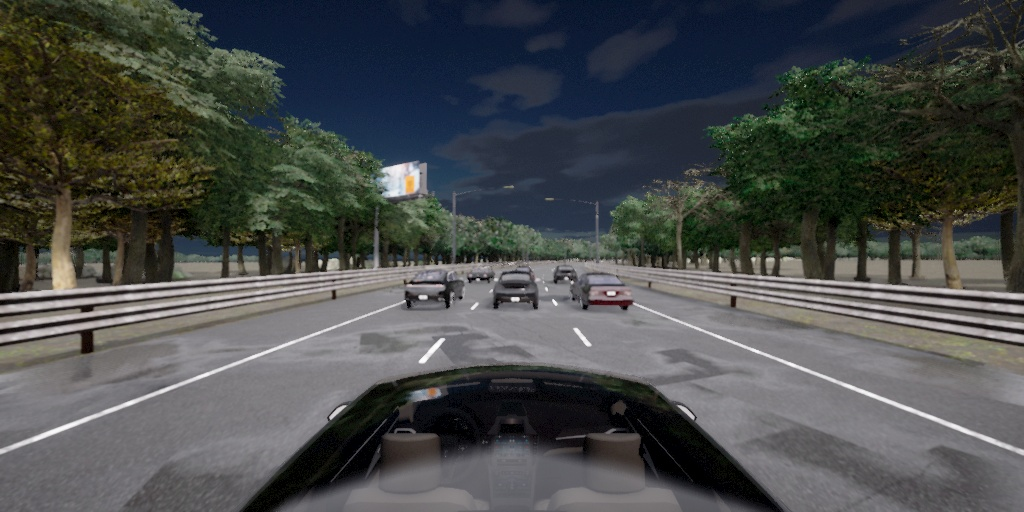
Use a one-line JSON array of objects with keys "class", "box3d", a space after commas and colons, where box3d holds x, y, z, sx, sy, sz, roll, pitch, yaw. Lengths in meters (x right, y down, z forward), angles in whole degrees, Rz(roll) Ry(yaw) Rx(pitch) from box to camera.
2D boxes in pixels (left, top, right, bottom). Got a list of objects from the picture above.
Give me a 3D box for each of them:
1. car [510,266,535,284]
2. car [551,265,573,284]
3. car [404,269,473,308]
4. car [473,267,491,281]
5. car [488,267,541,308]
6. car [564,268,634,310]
[{"class": "car", "box3d": [0.953, 1.591, 30.772, 1.994, 1.385, 4.181, 0, -1, 4]}, {"class": "car", "box3d": [4.443, 1.533, 30.512, 1.837, 1.490, 4.892, 0, 0, 4]}, {"class": "car", "box3d": [-3.295, 1.377, 16.046, 2.128, 1.511, 4.902, 0, 0, 2]}, {"class": "car", "box3d": [-2.559, 1.626, 30.784, 1.895, 1.301, 4.718, 0, -1, 4]}, {"class": "car", "box3d": [0.203, 1.392, 15.949, 1.837, 1.490, 4.892, 0, 0, 2]}, {"class": "car", "box3d": [3.687, 1.428, 15.533, 2.033, 1.411, 5.357, 0, -1, 2]}]
